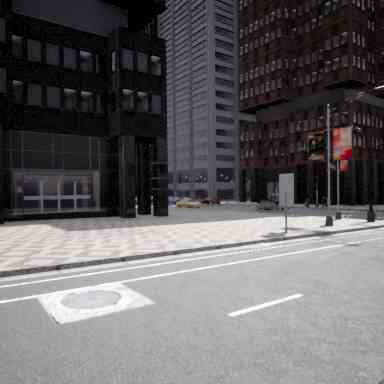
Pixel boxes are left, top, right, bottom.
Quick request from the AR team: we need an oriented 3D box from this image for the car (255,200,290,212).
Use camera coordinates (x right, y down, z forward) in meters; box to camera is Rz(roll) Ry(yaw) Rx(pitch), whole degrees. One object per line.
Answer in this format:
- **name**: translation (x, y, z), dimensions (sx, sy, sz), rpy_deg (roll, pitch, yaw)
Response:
- **car**: translation (9.613, 1.649, 39.714), dimensions (1.994, 1.385, 4.181), rpy_deg (-1, 0, -36)

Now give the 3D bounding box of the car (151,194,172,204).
- **car**: translation (-4.819, 1.398, 60.027), dimensions (2.150, 2.045, 5.566), rpy_deg (-1, 0, -35)

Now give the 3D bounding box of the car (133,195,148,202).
- **car**: translation (-12.632, 1.617, 80.922), dimensions (1.967, 1.590, 4.097), rpy_deg (-1, 1, -36)

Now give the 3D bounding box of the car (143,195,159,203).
- **car**: translation (-9.479, 1.594, 76.508), dimensions (1.967, 1.590, 4.097), rpy_deg (-1, 1, -36)

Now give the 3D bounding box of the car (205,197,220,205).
- **car**: translation (3.139, 1.612, 58.853), dimensions (1.887, 1.381, 4.507), rpy_deg (-1, 1, -36)

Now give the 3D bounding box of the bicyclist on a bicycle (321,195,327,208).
- **bicyclist on a bicycle**: translation (17.416, 1.252, 43.805), dimensions (1.656, 1.620, 0.582), rpy_deg (-1, 1, -36)

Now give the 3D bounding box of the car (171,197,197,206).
- **car**: translation (-1.570, 1.672, 60.751), dimensions (2.033, 1.411, 5.357), rpy_deg (-1, 0, -35)

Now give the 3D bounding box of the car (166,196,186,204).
- **car**: translation (-3.268, 1.635, 67.819), dimensions (1.752, 1.417, 4.829), rpy_deg (-1, 1, -36)

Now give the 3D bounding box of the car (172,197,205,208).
- **car**: translation (-0.547, 1.699, 49.349), dimensions (1.752, 1.417, 4.829), rpy_deg (-1, 1, -36)

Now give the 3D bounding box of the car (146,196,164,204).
- **car**: translation (-7.765, 1.652, 69.366), dimensions (1.812, 1.442, 4.674), rpy_deg (-1, 0, -36)
